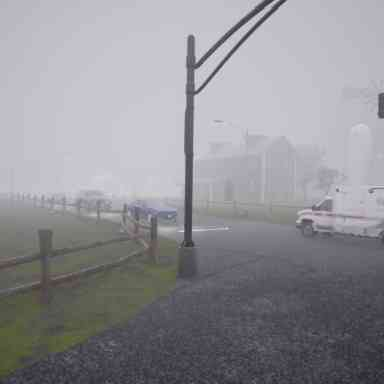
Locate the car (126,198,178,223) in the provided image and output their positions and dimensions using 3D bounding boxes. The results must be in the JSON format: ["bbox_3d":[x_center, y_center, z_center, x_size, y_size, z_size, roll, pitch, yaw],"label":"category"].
[{"bbox_3d":[-2.815,1.201,22.738,1.882,1.535,5.008,1,0,-36],"label":"car"}]

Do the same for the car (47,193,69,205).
[{"bbox_3d":[-17.404,0.904,43.192,1.837,1.490,4.892,1,0,-35],"label":"car"}]

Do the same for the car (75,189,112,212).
[{"bbox_3d":[-9.659,0.790,32.325,2.150,2.045,5.566,1,0,-36],"label":"car"}]

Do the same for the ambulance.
[{"bbox_3d":[7.634,0.996,14.326,2.351,2.431,6.366,1,0,-36],"label":"ambulance"}]
